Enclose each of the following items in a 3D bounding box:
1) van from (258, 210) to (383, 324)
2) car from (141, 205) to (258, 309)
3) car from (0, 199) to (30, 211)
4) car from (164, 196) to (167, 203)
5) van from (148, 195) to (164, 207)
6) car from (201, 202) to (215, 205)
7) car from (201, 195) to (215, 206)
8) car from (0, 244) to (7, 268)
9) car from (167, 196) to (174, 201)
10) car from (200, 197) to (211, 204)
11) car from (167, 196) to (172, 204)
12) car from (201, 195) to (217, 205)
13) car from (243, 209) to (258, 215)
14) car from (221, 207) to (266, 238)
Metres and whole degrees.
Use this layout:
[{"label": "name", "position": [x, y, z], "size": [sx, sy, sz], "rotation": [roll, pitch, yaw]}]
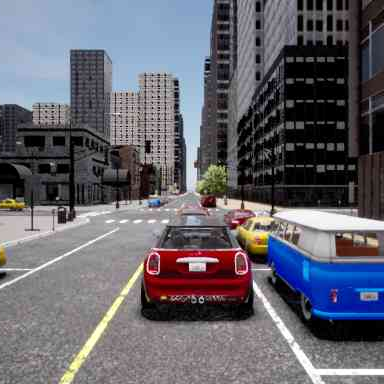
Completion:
[{"label": "van", "position": [2.683, 1.341, 6.886], "size": [1.690, 1.788, 3.998], "rotation": [0, 0, 0]}, {"label": "car", "position": [0.094, 1.352, 8.027], "size": [2.097, 1.767, 4.553], "rotation": [0, 0, 0]}, {"label": "car", "position": [-21.432, 1.469, 38.415], "size": [4.829, 1.417, 1.752], "rotation": [0, 0, 0]}, {"label": "car", "position": [-5.727, 1.505, 56.117], "size": [1.967, 1.590, 4.097], "rotation": [0, 0, 0]}, {"label": "van", "position": [-5.724, 1.395, 50.594], "size": [1.690, 1.788, 3.998], "rotation": [0, 0, 0]}, {"label": "car", "position": [0.089, 1.482, 17.233], "size": [1.882, 1.535, 5.008], "rotation": [0, 0, 0]}, {"label": "car", "position": [2.652, 1.380, 56.125], "size": [2.192, 1.841, 5.009], "rotation": [0, 0, 0]}, {"label": "car", "position": [-5.697, 1.525, 6.711], "size": [1.752, 1.417, 4.829], "rotation": [0, 0, 0]}, {"label": "car", "position": [-5.747, 1.673, 89.091], "size": [1.752, 1.417, 4.829], "rotation": [0, 0, 0]}, {"label": "car", "position": [2.647, 1.655, 67.173], "size": [1.947, 1.339, 4.313], "rotation": [0, 0, 0]}, {"label": "car", "position": [-5.734, 1.529, 67.166], "size": [1.967, 1.590, 4.097], "rotation": [0, 0, 0]}, {"label": "car", "position": [2.655, 1.369, 50.601], "size": [2.192, 1.841, 5.009], "rotation": [0, 0, 0]}, {"label": "car", "position": [2.679, 1.527, 12.720], "size": [1.752, 1.417, 4.829], "rotation": [0, 0, 0]}, {"label": "car", "position": [2.676, 1.587, 18.213], "size": [1.802, 1.307, 4.206], "rotation": [0, 0, 0]}]
